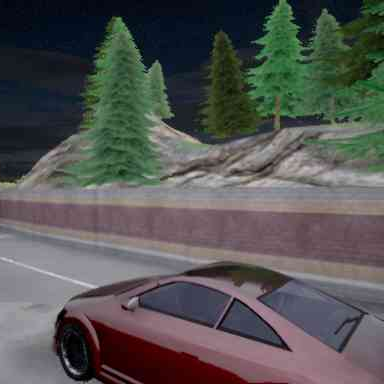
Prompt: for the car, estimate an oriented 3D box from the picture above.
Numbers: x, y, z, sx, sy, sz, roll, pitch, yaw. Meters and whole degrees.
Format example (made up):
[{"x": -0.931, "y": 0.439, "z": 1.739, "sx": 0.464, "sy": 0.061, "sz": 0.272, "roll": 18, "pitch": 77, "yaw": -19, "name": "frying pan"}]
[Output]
[{"x": 0.182, "y": 1.574, "z": 4.002, "sx": 4.181, "sy": 1.385, "sz": 1.994, "roll": 0, "pitch": 0, "yaw": 37, "name": "car"}]
